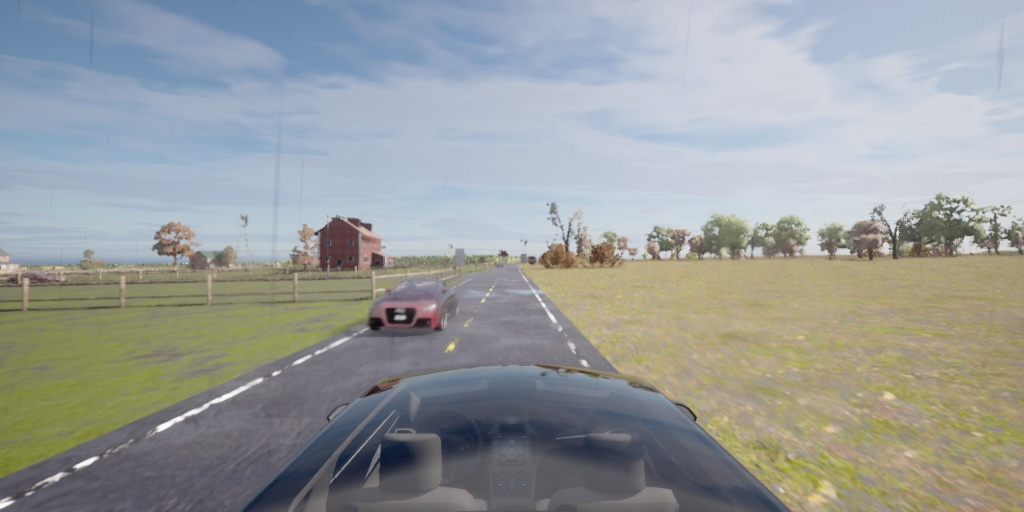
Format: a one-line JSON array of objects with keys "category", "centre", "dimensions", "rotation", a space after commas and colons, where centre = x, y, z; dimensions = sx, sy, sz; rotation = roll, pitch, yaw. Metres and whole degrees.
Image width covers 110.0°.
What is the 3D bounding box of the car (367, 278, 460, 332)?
[{"category": "car", "centre": [-2.843, 1.401, 11.146], "dimensions": [1.994, 1.385, 4.181], "rotation": [1, -1, 0]}]
